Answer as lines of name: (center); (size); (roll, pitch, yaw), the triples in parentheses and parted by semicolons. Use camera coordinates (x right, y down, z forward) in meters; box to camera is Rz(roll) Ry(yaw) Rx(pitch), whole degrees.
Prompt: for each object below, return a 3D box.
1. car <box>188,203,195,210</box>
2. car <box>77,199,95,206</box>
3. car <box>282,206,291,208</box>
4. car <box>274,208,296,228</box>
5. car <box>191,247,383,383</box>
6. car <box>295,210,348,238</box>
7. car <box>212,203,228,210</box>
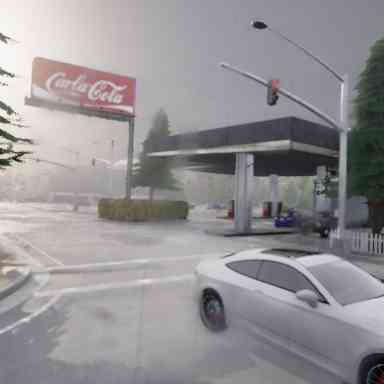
car: (-1.295, 3.114, 74.458); (2.007, 1.523, 4.514); (3, -2, -36)
car: (-23.260, 2.277, 71.617); (2.007, 1.523, 4.514); (3, -2, -36)
car: (20.854, 4.083, 81.164); (2.152, 1.636, 5.027); (3, -2, -36)
car: (9.963, 2.658, 31.652); (4.611, 1.667, 2.242); (3, -2, -36)
car: (1.819, 1.667, 5.110); (1.812, 1.442, 4.674); (3, -2, -37)
car: (9.830, 2.314, 24.527); (3.866, 1.878, 1.905); (3, -2, -36)
car: (6.773, 3.560, 80.337); (1.845, 1.501, 3.633); (3, -2, -36)
